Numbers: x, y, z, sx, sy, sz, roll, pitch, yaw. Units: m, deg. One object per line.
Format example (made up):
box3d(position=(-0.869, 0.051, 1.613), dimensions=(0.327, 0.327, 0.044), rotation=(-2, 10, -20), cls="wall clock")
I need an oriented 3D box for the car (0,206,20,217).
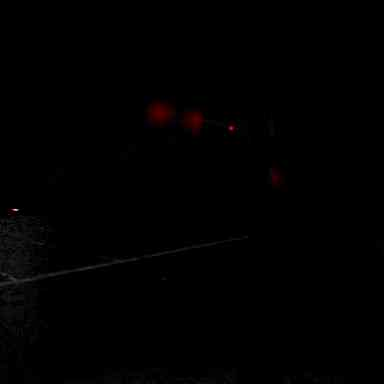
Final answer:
box3d(position=(-26.210, 2.741, 47.565), dimensions=(4.902, 1.511, 2.128), rotation=(-2, -1, 45), cls="car")
